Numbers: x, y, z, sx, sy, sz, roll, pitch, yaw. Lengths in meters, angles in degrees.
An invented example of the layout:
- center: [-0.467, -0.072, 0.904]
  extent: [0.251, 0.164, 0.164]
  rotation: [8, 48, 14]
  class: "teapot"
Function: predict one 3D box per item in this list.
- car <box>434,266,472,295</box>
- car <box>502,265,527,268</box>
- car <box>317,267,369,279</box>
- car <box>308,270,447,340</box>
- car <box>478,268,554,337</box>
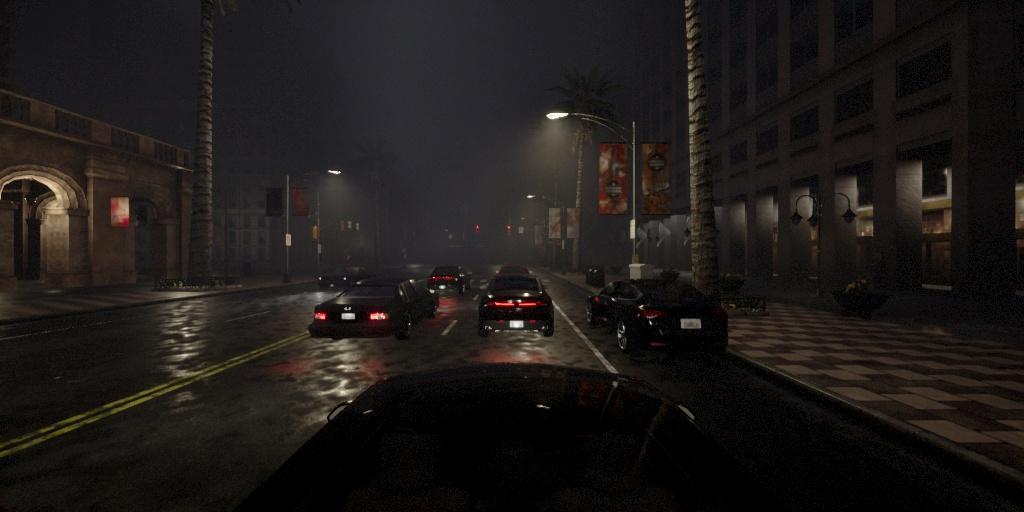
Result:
- center: [-3.386, 1.261, 19.849]
  extent: [1.837, 1.490, 4.892]
  rotation: [0, 0, 0]
  class: "car"
- center: [0.109, 1.234, 19.791]
  extent: [1.882, 1.535, 5.008]
  rotation: [0, 0, 0]
  class: "car"
- center: [-10.484, 1.401, 23.078]
  extent: [1.895, 1.301, 4.718]
  rotation: [0, 0, 0]
  class: "car"
- center: [-3.394, 1.300, 9.961]
  extent: [2.033, 1.411, 5.357]
  rotation: [0, 0, 0]
  class: "car"
- center: [0.096, 1.257, 10.341]
  extent: [1.837, 1.490, 4.892]
  rotation: [0, 0, 0]
  class: "car"
